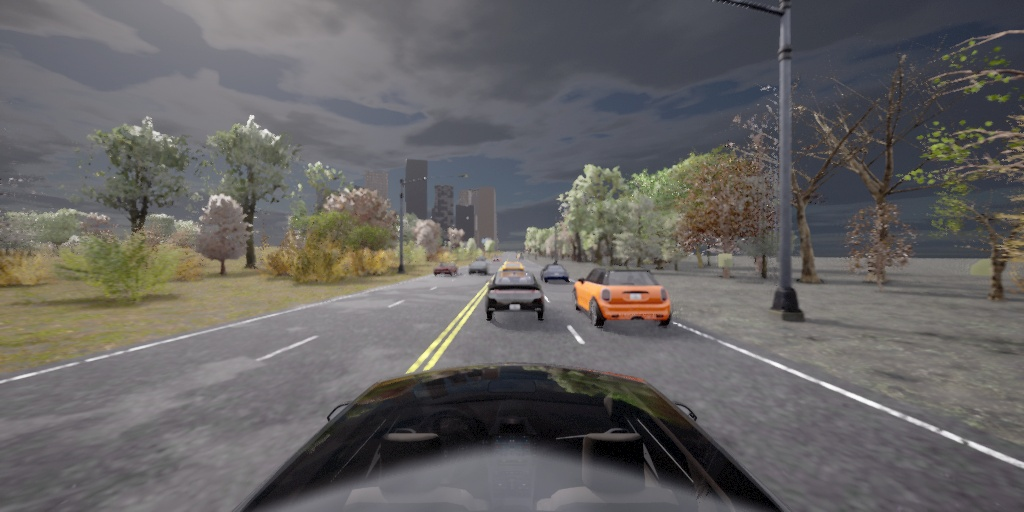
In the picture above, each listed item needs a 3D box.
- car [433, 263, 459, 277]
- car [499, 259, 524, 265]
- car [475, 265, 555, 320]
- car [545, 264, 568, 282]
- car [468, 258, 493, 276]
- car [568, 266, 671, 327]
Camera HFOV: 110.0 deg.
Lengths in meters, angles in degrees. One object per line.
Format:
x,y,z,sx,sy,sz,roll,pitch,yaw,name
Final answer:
-6.609,1.348,36.132,1.895,1.301,4.718,0,0,0,car
0.084,1.238,29.721,1.882,1.535,5.008,0,0,0,car
0.089,1.256,12.715,2.128,1.511,4.902,0,0,0,car
3.330,1.323,28.679,1.994,1.385,4.181,0,0,0,car
-3.357,1.222,36.999,1.882,1.535,5.008,0,0,0,car
3.333,1.112,11.780,2.097,1.767,4.553,0,0,0,car
